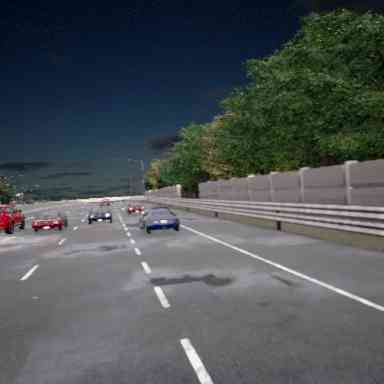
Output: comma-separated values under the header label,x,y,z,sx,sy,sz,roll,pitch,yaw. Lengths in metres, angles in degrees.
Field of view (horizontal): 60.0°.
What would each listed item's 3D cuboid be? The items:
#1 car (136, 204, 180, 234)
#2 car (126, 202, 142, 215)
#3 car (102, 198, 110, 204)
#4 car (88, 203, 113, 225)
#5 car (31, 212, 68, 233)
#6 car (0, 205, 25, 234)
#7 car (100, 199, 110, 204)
label,x,y,z,sx,sy,sz,roll,pitch,yaw
car,-2.056,1.609,20.253,1.994,1.385,4.181,-4,0,-14
car,-6.466,1.794,37.892,1.895,1.301,4.718,-4,1,-14
car,-23.231,2.518,90.117,1.882,1.535,5.008,-4,0,-14
car,-7.767,1.947,28.289,1.895,1.301,4.718,-4,0,-14
car,-10.312,2.126,24.477,1.895,1.301,4.718,-4,0,-14
car,-13.863,1.965,24.180,2.150,2.045,5.566,-4,0,-14
car,-16.859,2.133,64.604,1.812,1.442,4.674,-4,0,-14
